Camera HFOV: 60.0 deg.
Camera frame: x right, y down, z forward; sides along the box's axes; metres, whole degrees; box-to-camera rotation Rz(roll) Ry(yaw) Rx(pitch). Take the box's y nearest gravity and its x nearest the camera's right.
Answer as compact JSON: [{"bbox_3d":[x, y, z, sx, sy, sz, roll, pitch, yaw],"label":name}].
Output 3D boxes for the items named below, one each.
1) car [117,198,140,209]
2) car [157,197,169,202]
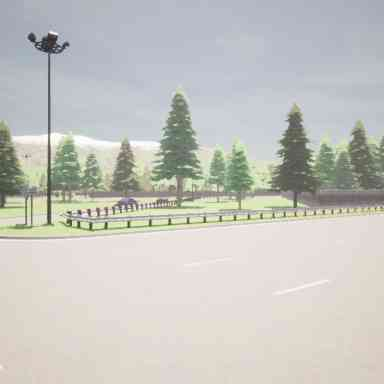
[{"bbox_3d":[-8.569,1.525,44.557,1.812,1.442,4.674,0,0,10],"label":"car"},{"bbox_3d":[-5.833,1.601,67.953,1.895,1.301,4.718,0,0,6],"label":"car"}]
